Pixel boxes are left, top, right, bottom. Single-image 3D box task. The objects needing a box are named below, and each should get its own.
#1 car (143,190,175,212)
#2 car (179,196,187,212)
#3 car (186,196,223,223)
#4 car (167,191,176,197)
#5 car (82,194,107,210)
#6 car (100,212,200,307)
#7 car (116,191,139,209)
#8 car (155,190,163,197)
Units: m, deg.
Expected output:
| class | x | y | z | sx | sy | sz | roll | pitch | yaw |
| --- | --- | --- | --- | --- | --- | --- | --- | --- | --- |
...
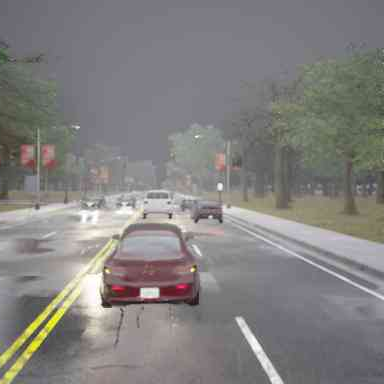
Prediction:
| class | x | y | z | sx | sy | sz | roll | pitch | yaw |
| --- | --- | --- | --- | --- | --- | --- | --- | --- | --- |
| car | -2.649 | 0.896 | 25.866 | 2.150 | 2.045 | 5.566 | 0 | 1 | -5 |
| car | -0.167 | 1.108 | 32.967 | 2.128 | 1.511 | 4.902 | 0 | 1 | -5 |
| car | 0.919 | 1.248 | 22.692 | 1.837 | 1.490 | 4.892 | 0 | 1 | -5 |
| car | -5.279 | 0.444 | 86.144 | 2.033 | 1.411 | 5.357 | 0 | 1 | -5 |
| car | -10.182 | 0.999 | 34.861 | 2.128 | 1.511 | 4.902 | 0 | 1 | -5 |
| car | -0.898 | 1.427 | 7.637 | 1.812 | 1.442 | 4.674 | 0 | 1 | -6 |
| car | -7.015 | 1.015 | 35.974 | 2.128 | 1.511 | 4.902 | 0 | 1 | -5 |
| car | -8.513 | 0.357 | 85.832 | 1.882 | 1.535 | 5.008 | 0 | 1 | -5 |
